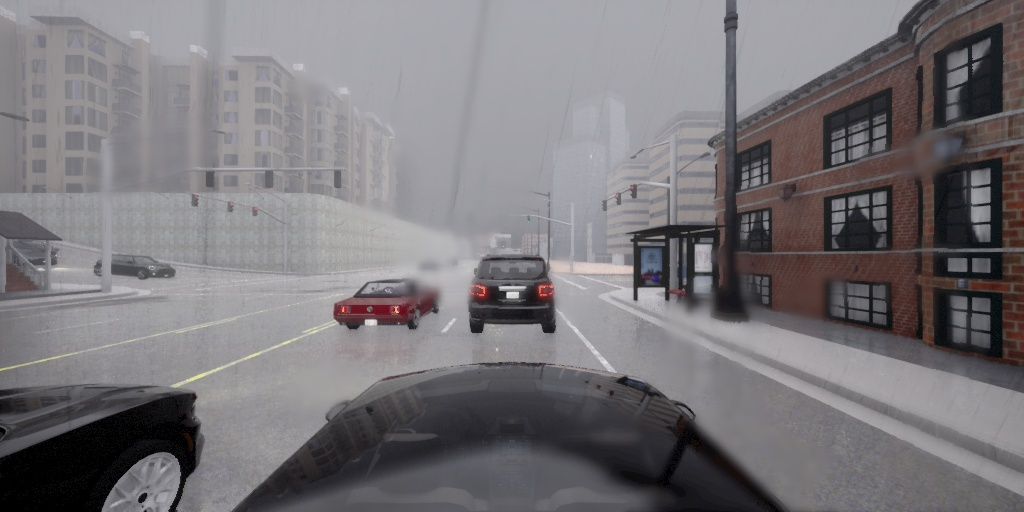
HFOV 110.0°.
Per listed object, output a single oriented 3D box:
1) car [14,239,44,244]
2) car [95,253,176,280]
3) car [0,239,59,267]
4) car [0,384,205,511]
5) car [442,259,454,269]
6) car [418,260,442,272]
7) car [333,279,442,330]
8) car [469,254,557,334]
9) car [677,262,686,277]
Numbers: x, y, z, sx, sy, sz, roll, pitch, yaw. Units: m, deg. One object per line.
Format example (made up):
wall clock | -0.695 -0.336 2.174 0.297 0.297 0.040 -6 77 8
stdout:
car | -41.929 -0.888 30.466 4.718 1.301 1.895 11 0 0
car | -28.078 0.719 26.888 4.553 1.767 2.097 5 0 0
car | -36.881 -0.072 26.807 4.181 1.385 1.994 9 0 -1
car | -3.405 1.228 0.822 1.882 1.535 5.008 0 0 0
car | -10.885 1.276 56.922 1.812 1.442 4.674 0 0 -1
car | -10.842 1.314 46.942 1.994 1.385 4.181 0 0 0
car | -3.473 1.351 11.061 1.895 1.301 4.718 0 0 0
car | 0.025 0.971 10.730 2.150 2.045 5.566 0 0 0
car | 14.319 1.228 30.962 5.008 1.535 1.882 0 0 -1
